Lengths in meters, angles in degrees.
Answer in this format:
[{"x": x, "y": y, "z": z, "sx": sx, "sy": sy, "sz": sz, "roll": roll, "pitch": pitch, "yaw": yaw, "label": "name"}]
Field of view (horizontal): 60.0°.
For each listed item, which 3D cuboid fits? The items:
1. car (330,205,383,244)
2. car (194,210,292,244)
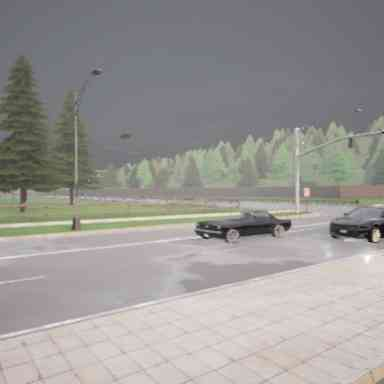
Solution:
[{"x": 8.386, "y": 1.371, "z": 15.395, "sx": 5.008, "sy": 1.535, "sz": 1.882, "roll": 0, "pitch": 0, "yaw": -35, "label": "car"}, {"x": 2.422, "y": 1.527, "z": 15.425, "sx": 4.718, "sy": 1.301, "sz": 1.895, "roll": 0, "pitch": 0, "yaw": -36, "label": "car"}]
